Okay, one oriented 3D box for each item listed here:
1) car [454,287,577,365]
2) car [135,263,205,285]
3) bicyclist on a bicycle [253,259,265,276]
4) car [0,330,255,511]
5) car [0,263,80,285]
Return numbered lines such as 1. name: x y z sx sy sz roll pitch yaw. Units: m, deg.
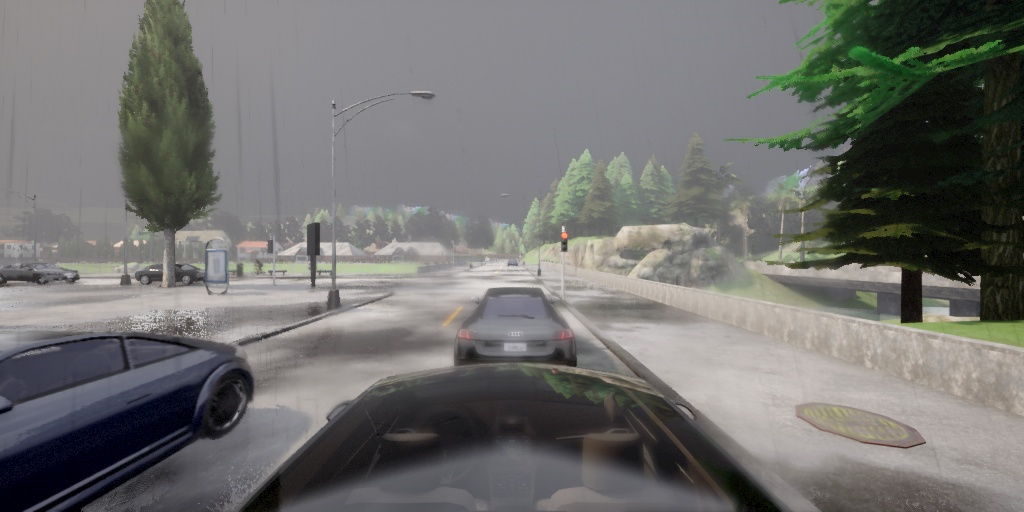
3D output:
1. car: 0.064 1.314 7.295 1.994 1.385 4.181 0 0 0
2. car: -24.023 1.255 25.722 4.892 1.490 1.837 0 0 0
3. bicyclist on a bicycle: -24.099 1.099 34.120 0.582 1.620 1.656 0 0 0
4. car: -4.096 1.314 2.600 1.994 1.385 4.181 0 0 0
5. car: -34.123 1.241 25.726 4.902 1.511 2.128 0 0 0
